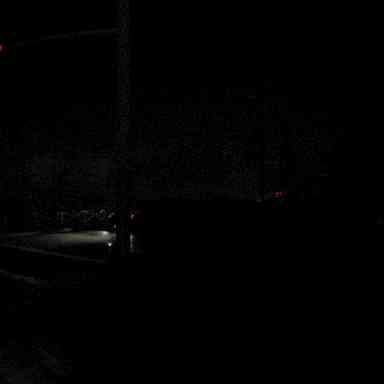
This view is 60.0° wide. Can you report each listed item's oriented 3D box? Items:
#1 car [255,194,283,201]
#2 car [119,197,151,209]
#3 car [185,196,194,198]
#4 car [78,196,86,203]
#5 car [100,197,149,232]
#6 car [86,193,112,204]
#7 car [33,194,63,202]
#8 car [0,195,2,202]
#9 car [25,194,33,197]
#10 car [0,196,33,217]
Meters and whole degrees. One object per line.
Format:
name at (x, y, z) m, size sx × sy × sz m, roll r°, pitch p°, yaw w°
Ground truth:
car at (8.450, 1.221, 37.024) m, size 2.150 × 2.045 × 5.566 m, roll 0°, pitch 0°, yaw 35°
car at (-7.473, 1.384, 43.804) m, size 1.970 × 1.475 × 3.806 m, roll 0°, pitch 0°, yaw 35°
car at (-0.753, 1.374, 48.140) m, size 1.845 × 1.501 × 3.633 m, roll 0°, pitch 0°, yaw 35°
car at (-18.453, 1.077, 60.329) m, size 1.905 × 1.878 × 3.866 m, roll 0°, pitch 0°, yaw 35°
car at (-3.022, 1.352, 20.539) m, size 2.097 × 1.767 × 4.553 m, roll 0°, pitch 0°, yaw 35°
car at (-15.843, 1.097, 58.987) m, size 1.932 × 1.855 × 4.605 m, roll 0°, pitch 0°, yaw 35°
car at (-28.897, 1.153, 67.720) m, size 2.152 × 1.636 × 5.027 m, roll 0°, pitch 0°, yaw 35°
car at (-41.384, 1.298, 67.525) m, size 2.007 × 1.523 × 4.514 m, roll 0°, pitch 0°, yaw 35°
car at (-34.322, 1.232, 71.163) m, size 1.970 × 1.475 × 3.806 m, roll 0°, pitch 0°, yaw 35°
car at (-15.785, 1.339, 26.883) m, size 2.007 × 1.523 × 4.514 m, roll 0°, pitch 0°, yaw 35°
